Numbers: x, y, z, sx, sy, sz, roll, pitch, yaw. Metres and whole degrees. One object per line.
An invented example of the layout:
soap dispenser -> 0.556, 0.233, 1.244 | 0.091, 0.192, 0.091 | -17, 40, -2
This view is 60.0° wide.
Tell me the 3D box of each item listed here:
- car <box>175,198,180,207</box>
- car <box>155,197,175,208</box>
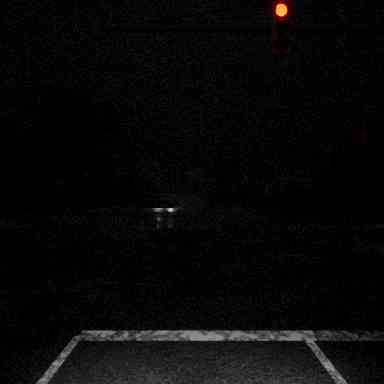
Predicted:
car -> -3.500, 2.035, 68.604 | 2.097, 1.767, 4.553 | 0, -2, 0
car -> -3.499, 1.360, 42.885 | 1.812, 1.442, 4.674 | 0, -1, 0
